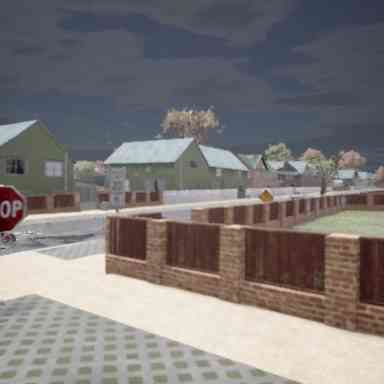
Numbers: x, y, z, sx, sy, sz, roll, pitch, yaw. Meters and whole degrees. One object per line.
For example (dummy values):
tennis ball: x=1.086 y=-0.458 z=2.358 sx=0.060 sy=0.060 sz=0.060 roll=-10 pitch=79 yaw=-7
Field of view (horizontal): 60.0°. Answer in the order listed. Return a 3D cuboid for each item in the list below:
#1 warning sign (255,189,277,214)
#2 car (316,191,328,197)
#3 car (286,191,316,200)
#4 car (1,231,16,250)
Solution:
warning sign: x=5.858 y=0.721 z=26.315 sx=1.300 sy=1.860 sz=1.060 roll=1 pitch=1 yaw=35
car: x=19.031 y=0.573 z=49.388 sx=1.812 sy=1.442 sz=4.674 roll=2 pitch=2 yaw=35
car: x=13.452 y=0.826 z=41.381 sx=1.895 sy=1.301 sz=4.718 roll=2 pitch=2 yaw=36
car: x=-7.753 y=1.431 z=10.615 sx=1.812 sy=1.442 sz=4.674 roll=-1 pitch=2 yaw=6
